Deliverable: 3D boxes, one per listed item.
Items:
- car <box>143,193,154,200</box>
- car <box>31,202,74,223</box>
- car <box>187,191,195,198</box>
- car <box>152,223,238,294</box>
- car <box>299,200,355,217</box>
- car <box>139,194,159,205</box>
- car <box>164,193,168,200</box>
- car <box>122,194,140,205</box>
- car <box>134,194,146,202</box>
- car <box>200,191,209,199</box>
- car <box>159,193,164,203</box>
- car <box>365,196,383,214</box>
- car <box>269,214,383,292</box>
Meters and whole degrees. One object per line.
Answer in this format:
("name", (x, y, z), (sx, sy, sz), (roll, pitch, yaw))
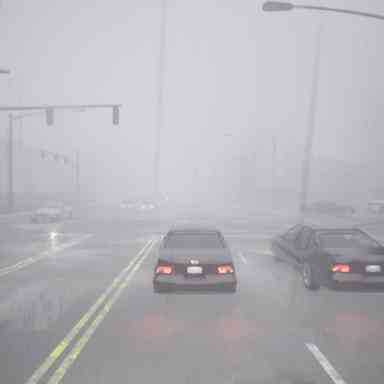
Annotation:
("car", (-10.689, 1.091, 81.921), (2.033, 1.411, 5.357), (0, 1, 0))
("car", (-10.660, 1.541, 25.739), (1.812, 1.442, 4.674), (0, 0, 0))
("car", (-0.204, 0.773, 88.649), (2.097, 1.767, 4.553), (0, 1, 0))
("car", (0.059, 1.553, 8.930), (2.033, 1.411, 5.357), (0, 0, 0))
("car", (12.635, 1.500, 31.160), (5.008, 1.535, 1.882), (0, 0, 1))
("car", (-7.214, 1.481, 55.931), (1.994, 1.385, 4.181), (0, 1, 0))
("car", (-7.173, 1.172, 75.239), (1.837, 1.490, 4.892), (0, 1, 0))
("car", (-10.719, 1.454, 57.128), (2.033, 1.411, 5.357), (0, 1, 0))
("car", (-10.658, 1.275, 68.612), (1.837, 1.490, 4.892), (0, 1, 0))
("car", (3.296, 0.646, 88.516), (2.150, 2.045, 5.566), (0, 1, 0))
("car", (-7.190, 1.171, 64.944), (2.097, 1.767, 4.553), (0, 0, 0))
("car", (21.343, 1.243, 35.080), (5.566, 2.045, 2.150), (0, 0, -2))
("car", (3.559, 1.553, 9.037), (2.033, 1.411, 5.357), (0, 0, 0))
